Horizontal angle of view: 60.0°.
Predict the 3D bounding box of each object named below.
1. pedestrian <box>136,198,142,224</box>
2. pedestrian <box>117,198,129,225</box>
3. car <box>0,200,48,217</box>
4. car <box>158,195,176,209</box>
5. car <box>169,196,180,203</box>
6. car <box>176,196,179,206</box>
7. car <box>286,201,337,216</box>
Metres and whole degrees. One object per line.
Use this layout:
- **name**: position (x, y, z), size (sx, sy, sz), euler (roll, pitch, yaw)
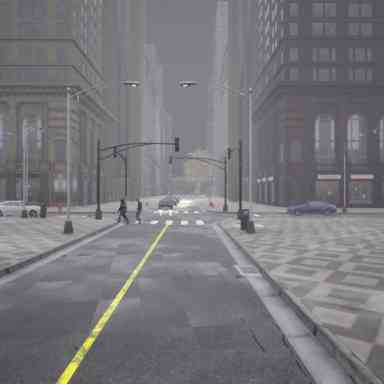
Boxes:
- **pedestrian**: position (-3.677, 1.293, 23.036), size (0.375, 1.860, 0.375), euler (0, 0, 0)
- **pedestrian**: position (-4.661, 1.293, 22.427), size (0.375, 1.860, 0.375), euler (0, 0, 0)
- **car**: position (-15.062, 1.474, 29.056), size (4.674, 1.442, 1.812), euler (0, 0, -2)
- **car**: position (-3.458, 1.546, 44.496), size (2.033, 1.411, 5.357), euler (0, 0, -4)
- **car**: position (-3.529, 1.541, 67.556), size (1.812, 1.442, 4.674), euler (0, 0, 0)
- **car**: position (-3.502, 1.354, 54.458), size (2.097, 1.767, 4.553), euler (0, 0, 0)
- **car**: position (11.633, 1.564, 32.455), size (4.674, 1.442, 1.812), euler (0, 0, 1)
